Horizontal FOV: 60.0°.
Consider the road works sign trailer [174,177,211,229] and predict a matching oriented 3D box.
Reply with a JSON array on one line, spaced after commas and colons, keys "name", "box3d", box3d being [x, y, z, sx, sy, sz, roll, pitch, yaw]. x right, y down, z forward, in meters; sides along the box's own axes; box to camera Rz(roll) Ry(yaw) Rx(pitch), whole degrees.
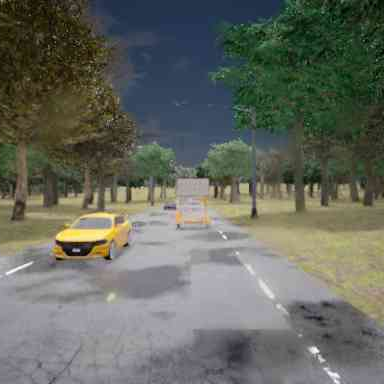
[{"name": "road works sign trailer", "box3d": [0.063, 0.716, 23.583, 2.380, 3.560, 2.880, 0, -1, -2]}]

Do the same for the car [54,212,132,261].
[{"name": "car", "box3d": [-3.602, 1.576, 12.861, 1.882, 1.535, 5.008, 0, -1, 0]}]

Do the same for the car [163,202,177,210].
[{"name": "car", "box3d": [-3.571, 2.275, 54.502, 1.994, 1.385, 4.181, 0, -1, 0]}]
